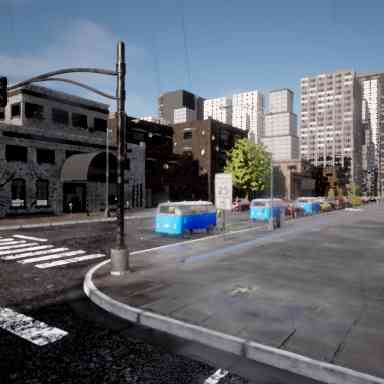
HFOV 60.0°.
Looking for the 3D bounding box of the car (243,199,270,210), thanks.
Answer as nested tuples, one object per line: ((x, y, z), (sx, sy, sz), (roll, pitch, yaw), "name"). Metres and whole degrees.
((8.784, 1.629, 45.125), (1.887, 1.381, 4.507), (0, 0, 35), "car")

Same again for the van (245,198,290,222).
((6.148, 1.436, 26.732), (1.690, 1.788, 3.998), (0, 0, 35), "van")

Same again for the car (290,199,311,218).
((9.311, 1.656, 31.256), (1.887, 1.381, 4.507), (0, 0, 35), "car")

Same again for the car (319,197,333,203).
((30.935, 1.793, 76.798), (1.947, 1.339, 4.313), (0, 0, 35), "car")

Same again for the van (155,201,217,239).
((-0.182, 1.407, 17.682), (1.690, 1.788, 3.998), (0, 0, 35), "van")

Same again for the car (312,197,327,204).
((27.674, 1.729, 72.134), (1.752, 1.417, 4.829), (0, 0, 35), "car")

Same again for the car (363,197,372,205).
((34.628, 1.810, 67.456), (1.887, 1.381, 4.507), (0, 0, 35), "car")

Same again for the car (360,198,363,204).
((28.397, 1.749, 58.546), (1.752, 1.417, 4.829), (0, 0, 35), "car")

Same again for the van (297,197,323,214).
((12.477, 1.469, 35.781), (1.690, 1.788, 3.998), (0, 0, 35), "van")

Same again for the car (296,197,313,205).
((21.442, 1.706, 63.223), (1.887, 1.381, 4.507), (0, 0, 35), "car")

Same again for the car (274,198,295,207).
((15.113, 1.666, 54.174), (1.887, 1.381, 4.507), (0, 0, 35), "car")

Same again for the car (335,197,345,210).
((18.805, 1.730, 44.831), (1.947, 1.339, 4.313), (0, 0, 35), "car")

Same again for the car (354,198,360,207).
((25.136, 1.517, 53.882), (2.192, 1.841, 5.009), (0, 0, 35), "car")

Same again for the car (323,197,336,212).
((15.738, 1.671, 40.446), (1.752, 1.417, 4.829), (0, 0, 35), "car")

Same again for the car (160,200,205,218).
((-0.808, 1.559, 31.410), (1.752, 1.417, 4.829), (0, 0, 35), "car")

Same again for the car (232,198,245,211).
((5.620, 1.507, 40.600), (1.967, 1.590, 4.097), (0, 0, 35), "car")

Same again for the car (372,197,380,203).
((44.123, 1.900, 81.031), (1.947, 1.339, 4.313), (0, 0, 35), "car")

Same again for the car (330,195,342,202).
((37.265, 1.713, 85.848), (1.967, 1.590, 4.097), (0, 0, 35), "car")

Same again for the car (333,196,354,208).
((21.971, 1.498, 49.357), (2.192, 1.841, 5.009), (0, 0, 35), "car")
